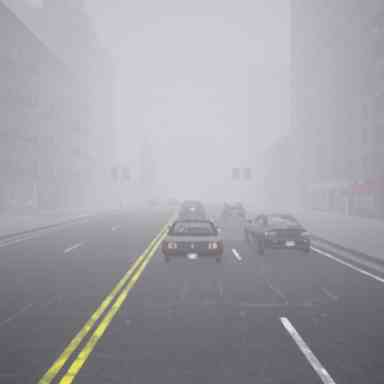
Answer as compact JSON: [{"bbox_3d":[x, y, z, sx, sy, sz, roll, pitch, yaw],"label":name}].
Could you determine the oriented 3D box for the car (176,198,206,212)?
[{"bbox_3d":[0.053,1.412,27.662,2.097,1.767,4.553,0,0,1],"label":"car"}]

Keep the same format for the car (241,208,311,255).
[{"bbox_3d":[3.304,1.555,13.416,1.812,1.442,4.674,0,0,1],"label":"car"}]

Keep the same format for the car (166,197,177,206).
[{"bbox_3d":[-3.298,1.593,57.133,1.882,1.535,5.008,0,0,0],"label":"car"}]

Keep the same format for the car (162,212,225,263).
[{"bbox_3d":[0.043,1.628,12.121,1.895,1.301,4.718,0,0,1],"label":"car"}]

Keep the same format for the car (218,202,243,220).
[{"bbox_3d":[3.302,1.553,27.726,2.128,1.511,4.902,0,0,1],"label":"car"}]

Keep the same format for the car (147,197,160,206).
[{"bbox_3d":[-6.548,1.620,57.154,1.837,1.490,4.892,0,0,0],"label":"car"}]
